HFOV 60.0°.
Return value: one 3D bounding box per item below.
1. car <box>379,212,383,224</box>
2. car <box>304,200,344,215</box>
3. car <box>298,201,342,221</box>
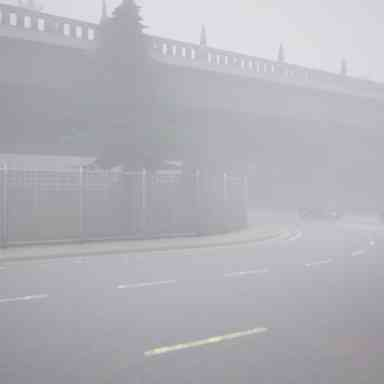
[{"bbox_3d":[15.530,1.790,23.777,1.895,1.301,4.718,0,0,-1],"label":"car"},{"bbox_3d":[15.785,1.805,40.052,1.837,1.490,4.892,0,0,-18],"label":"car"},{"bbox_3d":[11.133,1.710,29.362,2.128,1.511,4.902,0,0,-9],"label":"car"}]
